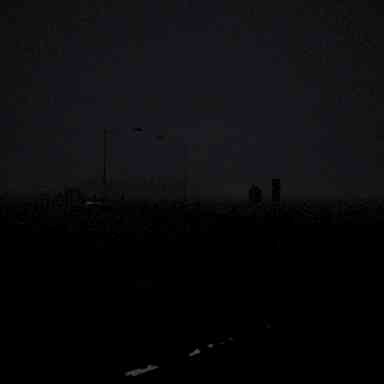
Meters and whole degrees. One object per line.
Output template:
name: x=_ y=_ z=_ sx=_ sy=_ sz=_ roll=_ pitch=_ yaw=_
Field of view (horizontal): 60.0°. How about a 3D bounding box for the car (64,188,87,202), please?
car: x=-17.850 y=0.398 z=50.743 sx=2.150 sy=2.045 sz=5.566 roll=1 pitch=1 yaw=-34
